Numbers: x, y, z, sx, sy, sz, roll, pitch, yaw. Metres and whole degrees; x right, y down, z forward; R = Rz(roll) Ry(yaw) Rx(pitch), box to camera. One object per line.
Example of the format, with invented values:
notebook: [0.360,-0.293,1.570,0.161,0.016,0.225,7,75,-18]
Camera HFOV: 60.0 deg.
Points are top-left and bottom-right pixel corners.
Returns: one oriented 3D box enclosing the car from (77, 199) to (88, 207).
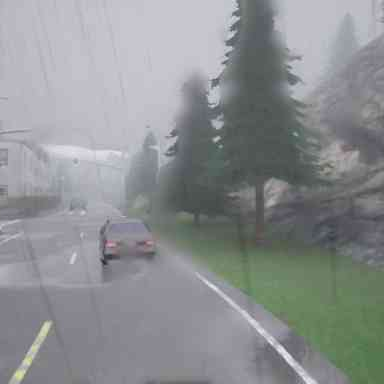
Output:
car: [-21.170,2.168,64.461,1.994,1.385,4.181,0,0,-16]

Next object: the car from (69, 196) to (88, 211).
car: [-17.068,1.700,49.951,2.150,2.045,5.566,0,0,-15]

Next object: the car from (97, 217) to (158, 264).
car: [-2.502,1.656,12.441,2.033,1.411,5.357,0,0,-16]
